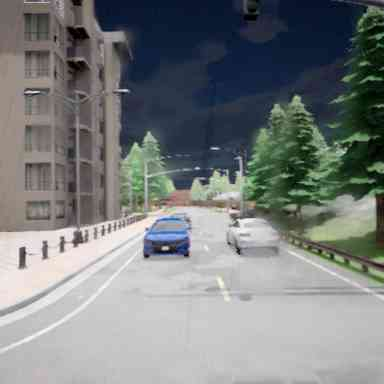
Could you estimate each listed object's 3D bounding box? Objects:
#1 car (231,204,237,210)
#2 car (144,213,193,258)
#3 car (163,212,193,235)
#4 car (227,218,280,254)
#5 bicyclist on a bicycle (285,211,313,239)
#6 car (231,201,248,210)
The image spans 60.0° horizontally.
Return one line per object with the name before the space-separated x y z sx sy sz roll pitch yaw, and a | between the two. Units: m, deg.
car | 11.586 3.089 75.842 4.605 1.855 1.932 -1 -2 0
car | -1.012 1.950 15.211 1.882 1.535 5.008 -1 -2 0
car | -0.967 2.321 25.179 1.994 1.385 4.181 -1 -2 1
car | 2.749 1.929 15.507 1.812 1.442 4.674 -1 -2 -1
bicyclist on a bicycle | 6.093 1.891 19.114 1.656 1.620 0.582 -1 -2 0
car | 11.178 3.171 78.352 3.866 1.878 1.905 -1 -2 0
